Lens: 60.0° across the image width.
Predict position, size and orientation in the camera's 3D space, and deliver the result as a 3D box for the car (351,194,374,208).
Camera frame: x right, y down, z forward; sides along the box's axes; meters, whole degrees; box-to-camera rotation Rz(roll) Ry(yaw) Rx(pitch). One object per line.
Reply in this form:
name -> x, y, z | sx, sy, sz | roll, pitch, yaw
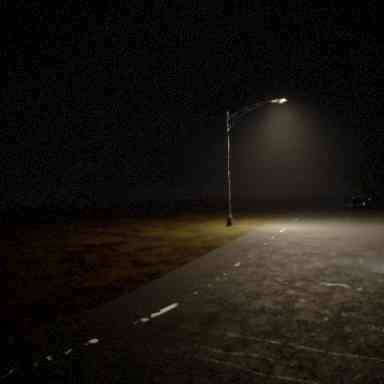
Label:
car -> 18.716, 0.964, 36.549 | 2.128, 1.511, 4.902 | -1, 0, 24
